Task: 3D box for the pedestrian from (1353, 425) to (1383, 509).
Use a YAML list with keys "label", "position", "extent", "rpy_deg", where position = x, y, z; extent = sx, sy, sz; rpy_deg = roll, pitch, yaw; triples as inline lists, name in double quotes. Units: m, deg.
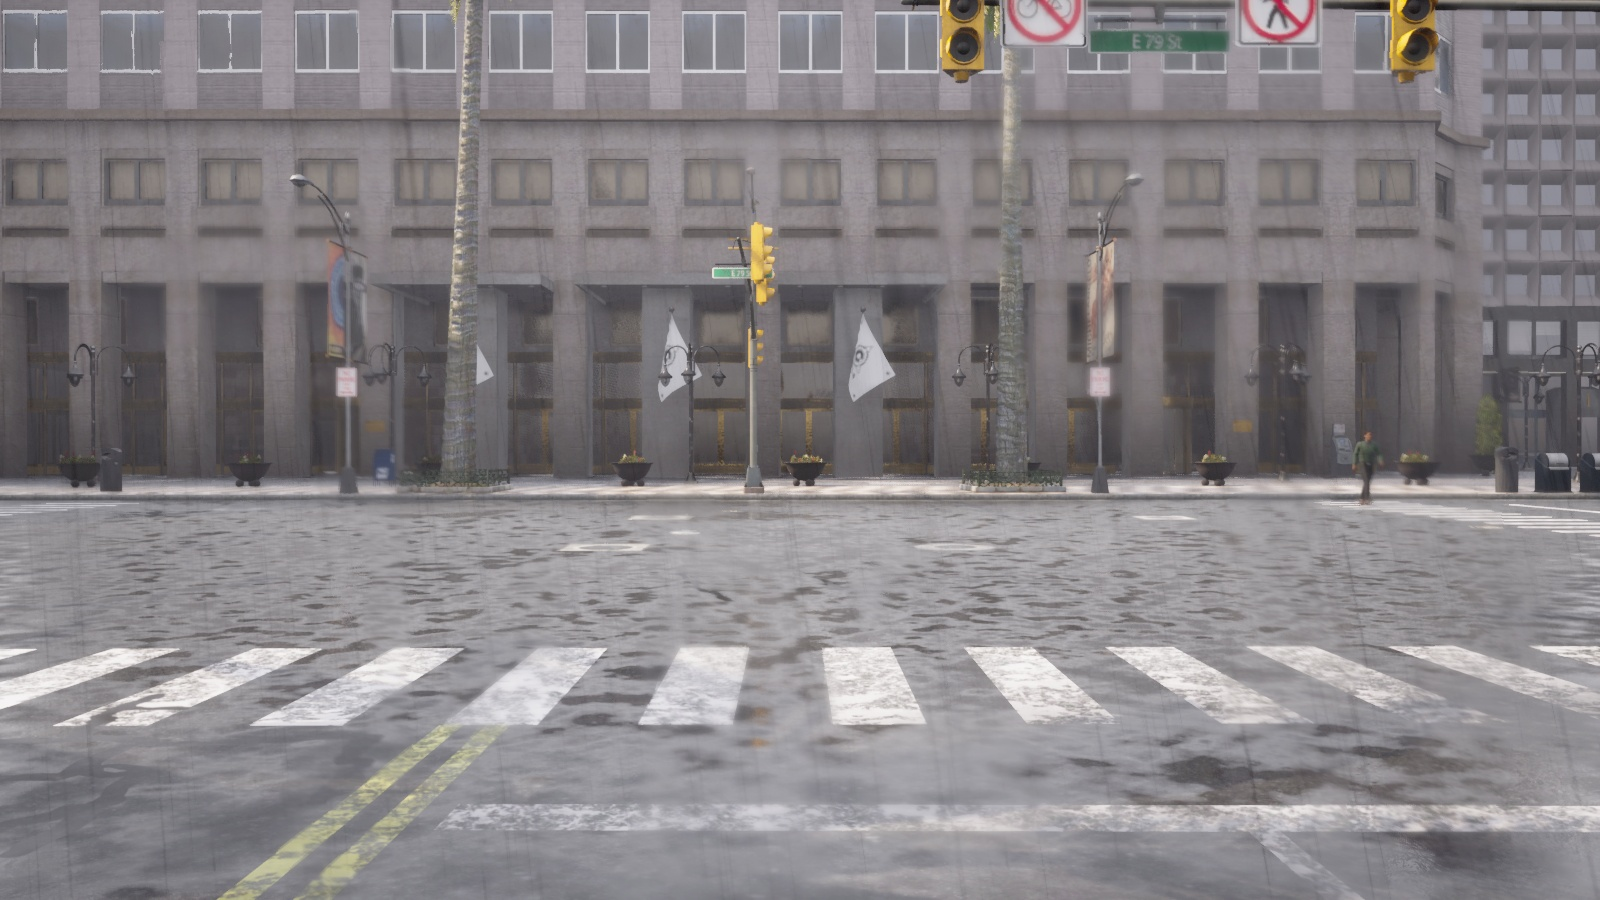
- label: "pedestrian"
  position: [13.357, 0.397, 29.545]
  extent: [0.423, 1.949, 0.788]
  rpy_deg: [0, 0, 7]
